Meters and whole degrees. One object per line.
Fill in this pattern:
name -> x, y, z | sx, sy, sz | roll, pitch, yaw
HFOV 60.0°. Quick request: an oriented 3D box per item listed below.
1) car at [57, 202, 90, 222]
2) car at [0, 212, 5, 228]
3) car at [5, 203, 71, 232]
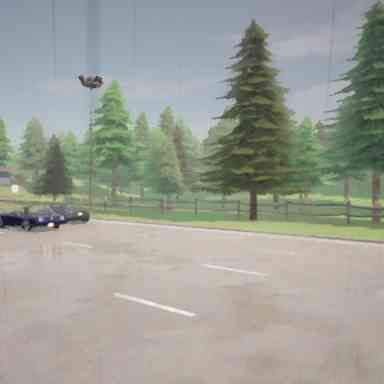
car -> -9.089, 1.426, 23.373 | 4.181, 1.385, 1.994 | 0, 0, 36
car -> -11.855, 1.364, 16.746 | 4.902, 1.511, 2.128 | 0, 0, 35
car -> -9.456, 1.476, 19.337 | 4.718, 1.301, 1.895 | 0, 0, 36
